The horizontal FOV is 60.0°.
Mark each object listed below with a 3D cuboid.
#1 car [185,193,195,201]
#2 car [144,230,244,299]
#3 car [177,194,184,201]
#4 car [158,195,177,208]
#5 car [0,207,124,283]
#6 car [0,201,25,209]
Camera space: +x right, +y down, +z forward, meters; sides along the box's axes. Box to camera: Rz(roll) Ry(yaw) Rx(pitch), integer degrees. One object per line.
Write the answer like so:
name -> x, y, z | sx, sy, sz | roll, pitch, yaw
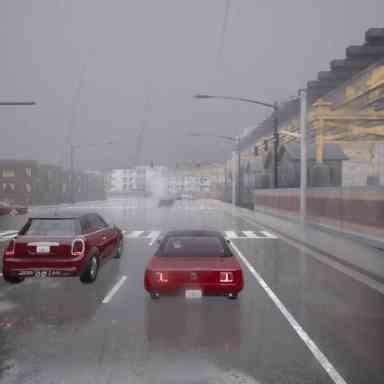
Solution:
car -> -0.210, 1.591, 87.262 | 1.895, 1.301, 4.718 | 0, 0, -3
car -> 0.047, 1.601, 8.387 | 1.895, 1.301, 4.718 | 0, 0, 0
car -> -3.695, 1.593, 86.133 | 1.895, 1.301, 4.718 | 0, 0, -3
car -> -3.748, 1.505, 48.686 | 1.837, 1.490, 4.892 | 1, 0, 4
car -> -3.449, 1.352, 9.857 | 2.097, 1.767, 4.553 | 0, 0, 0
car -> -17.500, 1.477, 29.856 | 5.008, 1.535, 1.882 | 0, 1, -13
